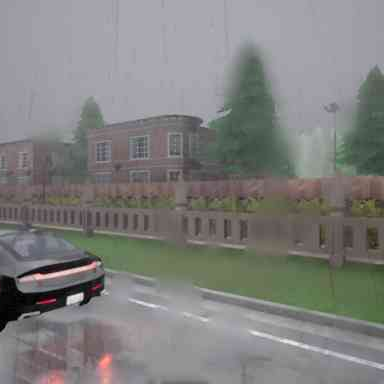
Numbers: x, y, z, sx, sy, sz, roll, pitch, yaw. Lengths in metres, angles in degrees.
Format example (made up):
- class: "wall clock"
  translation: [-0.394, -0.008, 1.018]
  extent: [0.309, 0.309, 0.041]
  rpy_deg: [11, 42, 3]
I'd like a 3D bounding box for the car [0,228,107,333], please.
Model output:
- class: "car"
  translation: [-3.836, 1.491, 6.710]
  extent: [4.902, 1.511, 2.128]
  rpy_deg: [0, 0, 35]
